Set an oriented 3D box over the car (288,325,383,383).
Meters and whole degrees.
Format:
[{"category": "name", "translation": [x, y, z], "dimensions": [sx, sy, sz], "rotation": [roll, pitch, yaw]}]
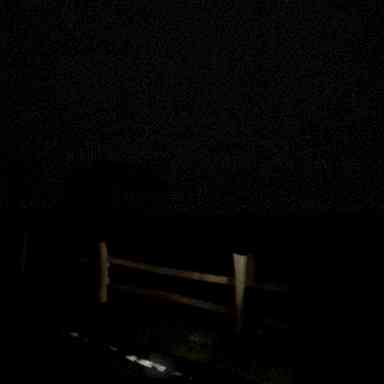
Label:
[{"category": "car", "translation": [2.810, 1.518, 1.896], "dimensions": [4.553, 1.767, 2.097], "rotation": [-1, -3, 36]}]
